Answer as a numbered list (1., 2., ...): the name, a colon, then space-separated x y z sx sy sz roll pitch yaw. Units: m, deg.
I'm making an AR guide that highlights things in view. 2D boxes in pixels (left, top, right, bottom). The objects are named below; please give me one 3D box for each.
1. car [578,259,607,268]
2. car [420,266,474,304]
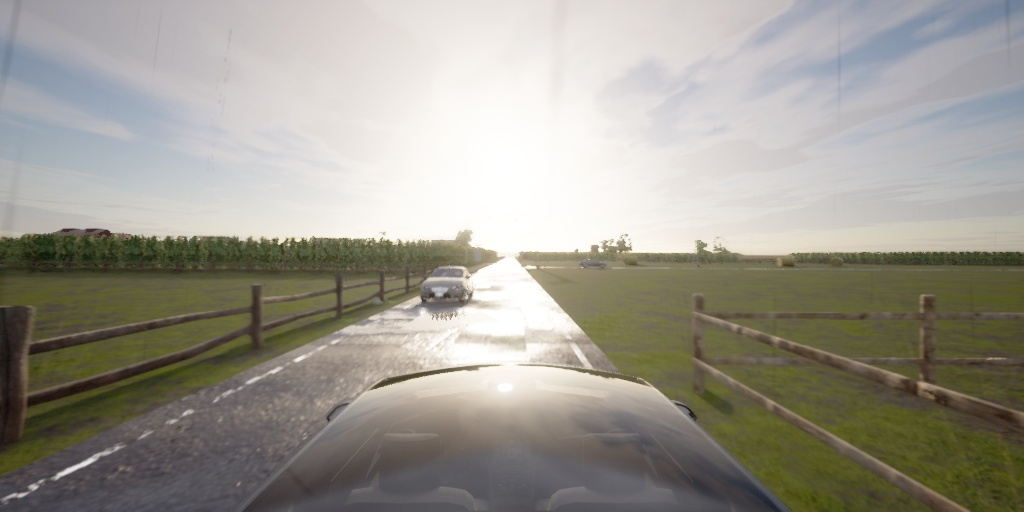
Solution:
1. car: 14.061 1.331 62.479 4.902 1.511 2.128 0 0 1
2. car: -2.848 1.241 16.529 2.128 1.511 4.902 0 0 0
